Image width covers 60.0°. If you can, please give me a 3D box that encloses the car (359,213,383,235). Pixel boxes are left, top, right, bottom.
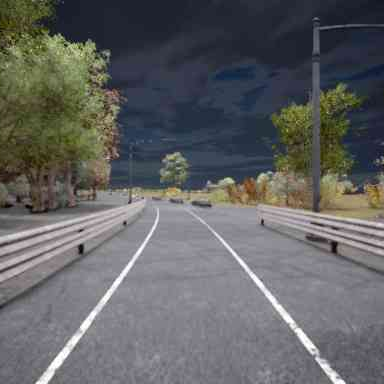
[{"bbox_3d":[10.755,1.727,17.608,1.994,1.385,4.181,0,0,-17],"label":"car"}]

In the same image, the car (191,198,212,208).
[{"bbox_3d":[1.322,1.542,48.745,2.033,1.411,5.357,0,0,-17],"label":"car"}]

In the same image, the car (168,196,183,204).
[{"bbox_3d":[-3.079,1.512,63.213,2.033,1.411,5.357,0,0,-17],"label":"car"}]

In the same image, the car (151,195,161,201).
[{"bbox_3d":[-8.985,1.422,82.696,2.033,1.411,5.357,0,0,-17],"label":"car"}]
